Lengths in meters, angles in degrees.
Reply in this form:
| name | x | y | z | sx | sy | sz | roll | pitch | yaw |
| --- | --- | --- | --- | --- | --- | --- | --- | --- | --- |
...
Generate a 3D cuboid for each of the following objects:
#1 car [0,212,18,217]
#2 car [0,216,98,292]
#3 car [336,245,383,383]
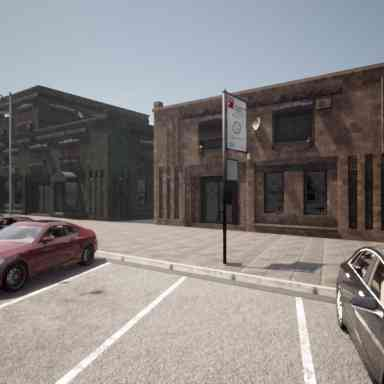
| name | x | y | z | sx | sy | sz | roll | pitch | yaw |
| --- | --- | --- | --- | --- | --- | --- | --- | --- | --- |
| car | -6.817 | 1.518 | 10.906 | 2.163 | 1.488 | 4.792 | 1 | -1 | 16 |
| car | -4.365 | 1.527 | 9.192 | 2.002 | 1.452 | 4.674 | 1 | -1 | 16 |
| car | 2.970 | 1.487 | 3.976 | 2.231 | 1.521 | 4.892 | 1 | -1 | 15 |
